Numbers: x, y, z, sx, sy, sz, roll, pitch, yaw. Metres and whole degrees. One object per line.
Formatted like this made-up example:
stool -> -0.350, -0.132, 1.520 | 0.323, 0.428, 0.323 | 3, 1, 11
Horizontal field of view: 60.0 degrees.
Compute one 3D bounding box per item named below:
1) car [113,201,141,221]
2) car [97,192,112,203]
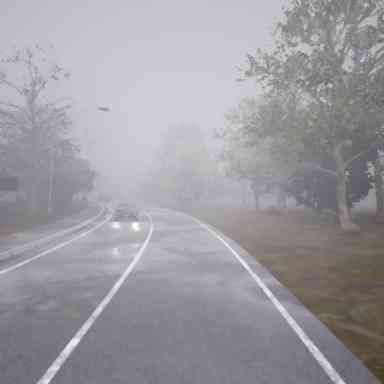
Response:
car -> -5.291, 1.507, 27.159 | 1.837, 1.490, 4.892 | 1, 0, -9
car -> -17.619, 1.060, 66.688 | 2.150, 2.045, 5.566 | 2, -1, -25
